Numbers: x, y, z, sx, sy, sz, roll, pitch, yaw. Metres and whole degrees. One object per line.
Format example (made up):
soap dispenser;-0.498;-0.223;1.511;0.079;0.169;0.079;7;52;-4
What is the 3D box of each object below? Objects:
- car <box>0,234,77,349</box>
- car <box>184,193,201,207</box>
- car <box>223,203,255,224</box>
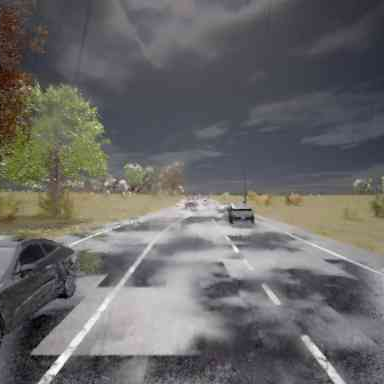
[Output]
car;-3.496;1.545;5.833;1.812;1.442;4.674;0;0;0
car;-0.104;1.506;53.360;2.097;1.767;4.553;0;0;2
car;3.497;1.564;25.141;2.128;1.511;4.902;0;0;0
